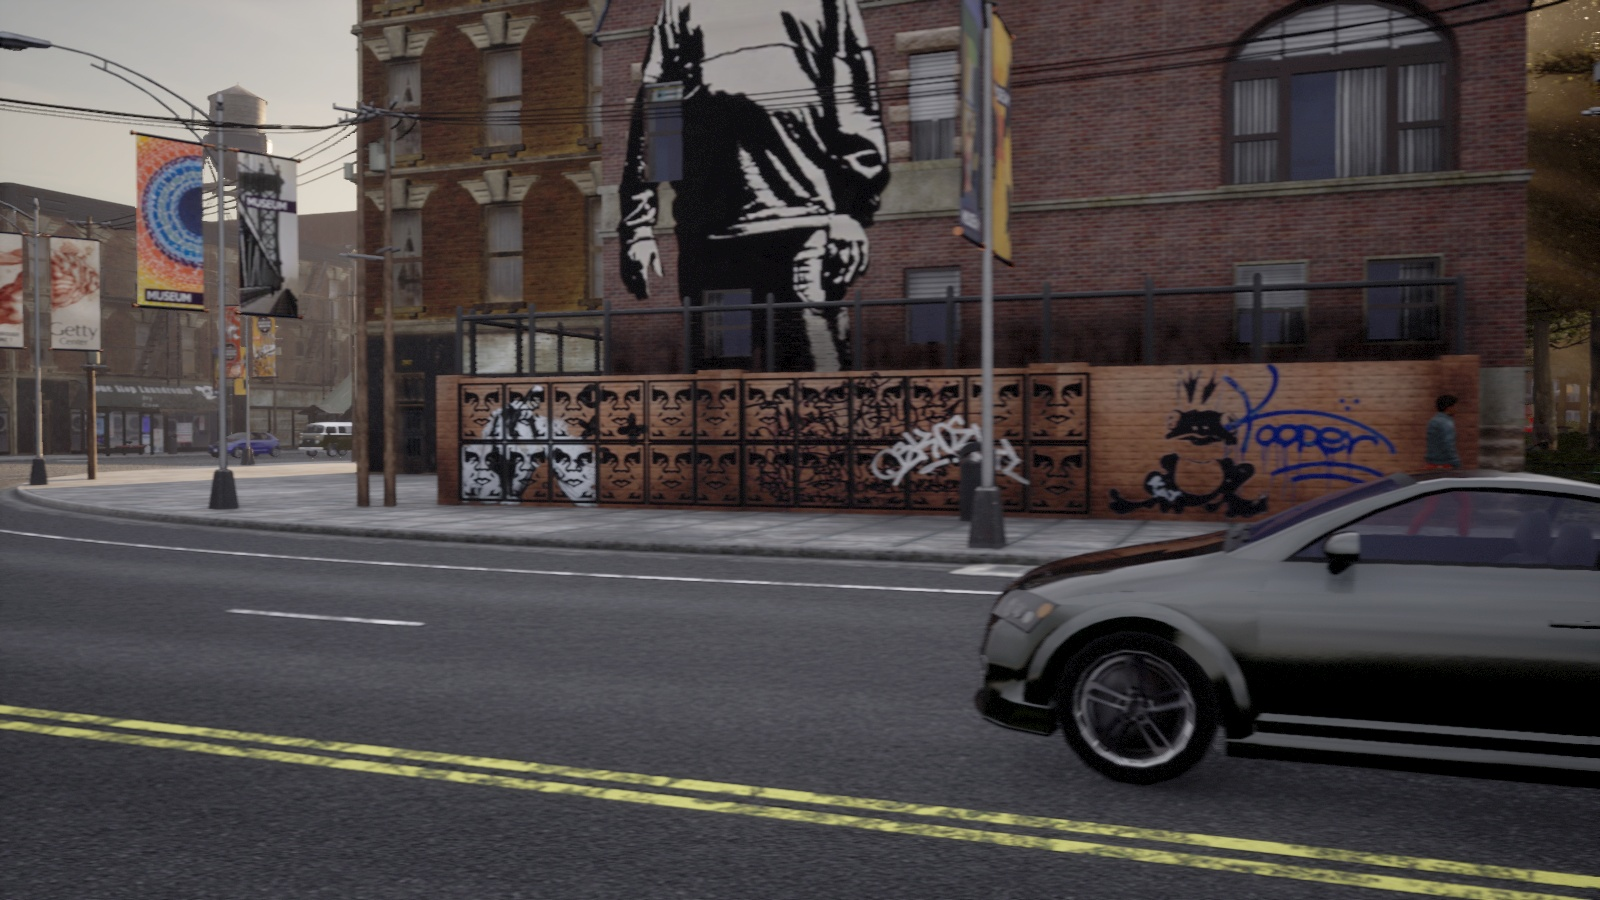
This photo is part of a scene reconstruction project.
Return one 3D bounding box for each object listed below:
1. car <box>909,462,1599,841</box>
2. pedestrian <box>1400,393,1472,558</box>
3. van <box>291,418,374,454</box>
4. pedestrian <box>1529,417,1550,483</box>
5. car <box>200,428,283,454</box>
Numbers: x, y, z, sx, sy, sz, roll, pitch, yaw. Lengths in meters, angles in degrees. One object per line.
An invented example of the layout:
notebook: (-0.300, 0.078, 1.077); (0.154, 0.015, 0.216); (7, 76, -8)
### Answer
car: (2.818, 0.804, 6.028); (4.181, 1.385, 1.994); (1, 1, 20)
pedestrian: (7.179, 0.283, 14.190); (0.614, 1.847, 0.353); (0, 1, 1)
van: (-27.265, -0.823, 73.372); (2.069, 2.038, 4.480); (1, 1, 22)
pedestrian: (20.993, -0.001, 35.670); (0.331, 1.846, 0.634); (1, 1, 15)
car: (-31.730, -0.527, 71.454); (1.816, 1.474, 4.193); (1, 1, 22)
